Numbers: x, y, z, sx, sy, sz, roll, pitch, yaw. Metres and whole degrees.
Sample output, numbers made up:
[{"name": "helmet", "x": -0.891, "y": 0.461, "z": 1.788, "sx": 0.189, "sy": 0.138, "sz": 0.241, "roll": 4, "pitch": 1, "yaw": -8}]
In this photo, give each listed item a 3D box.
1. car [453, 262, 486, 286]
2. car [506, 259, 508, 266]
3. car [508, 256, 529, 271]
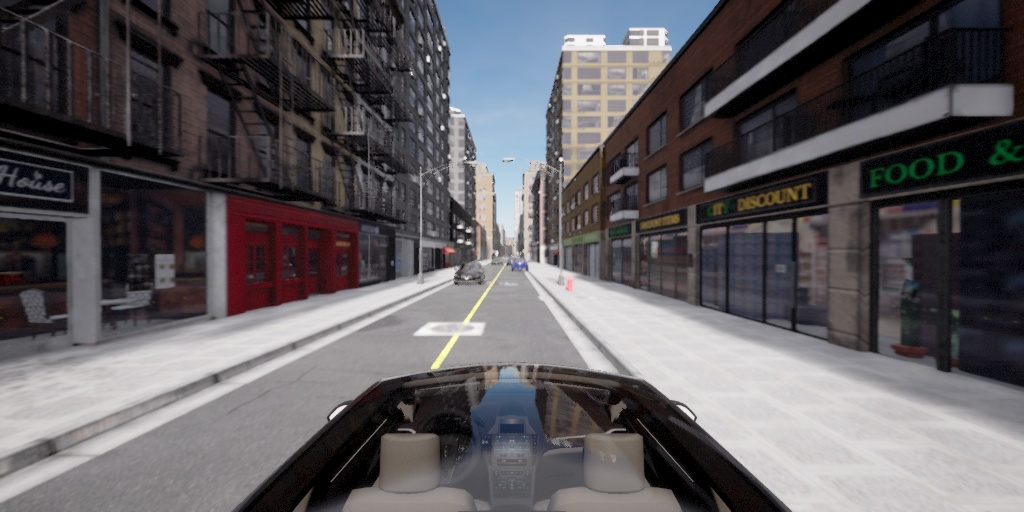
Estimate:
[{"name": "car", "x": -2.840, "y": 1.174, "z": 24.822, "sx": 1.837, "sy": 1.490, "sz": 4.892, "roll": 0, "pitch": 0, "yaw": 0}, {"name": "car", "x": 0.017, "y": 1.053, "z": 62.562, "sx": 1.994, "sy": 1.385, "sz": 4.181, "roll": 0, "pitch": 0, "yaw": 0}, {"name": "car", "x": 0.940, "y": 0.902, "z": 44.260, "sx": 2.097, "sy": 1.767, "sz": 4.553, "roll": -2, "pitch": 0, "yaw": 0}]
